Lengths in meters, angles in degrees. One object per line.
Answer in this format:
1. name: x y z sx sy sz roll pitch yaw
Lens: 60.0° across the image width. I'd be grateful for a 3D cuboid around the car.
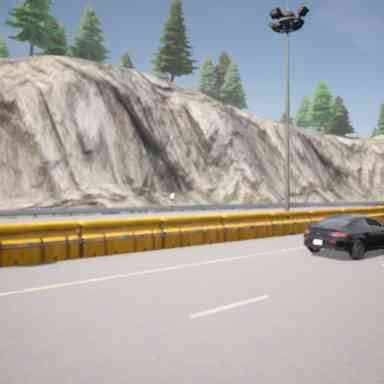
1. car: 6.132 1.559 12.550 4.674 1.442 1.812 1 -1 -35
